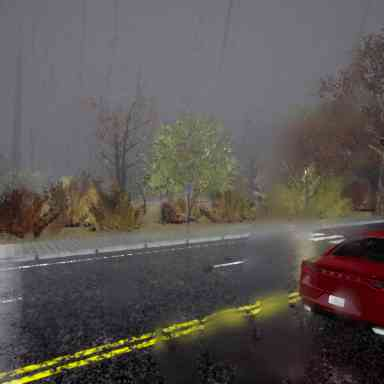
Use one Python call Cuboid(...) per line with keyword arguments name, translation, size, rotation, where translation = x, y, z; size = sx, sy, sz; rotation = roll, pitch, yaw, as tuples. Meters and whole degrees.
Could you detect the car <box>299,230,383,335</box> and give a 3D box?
Cuboid(name="car", translation=(4.180, 1.480, 6.415), size=(5.008, 1.535, 1.882), rotation=(0, 0, -35))
